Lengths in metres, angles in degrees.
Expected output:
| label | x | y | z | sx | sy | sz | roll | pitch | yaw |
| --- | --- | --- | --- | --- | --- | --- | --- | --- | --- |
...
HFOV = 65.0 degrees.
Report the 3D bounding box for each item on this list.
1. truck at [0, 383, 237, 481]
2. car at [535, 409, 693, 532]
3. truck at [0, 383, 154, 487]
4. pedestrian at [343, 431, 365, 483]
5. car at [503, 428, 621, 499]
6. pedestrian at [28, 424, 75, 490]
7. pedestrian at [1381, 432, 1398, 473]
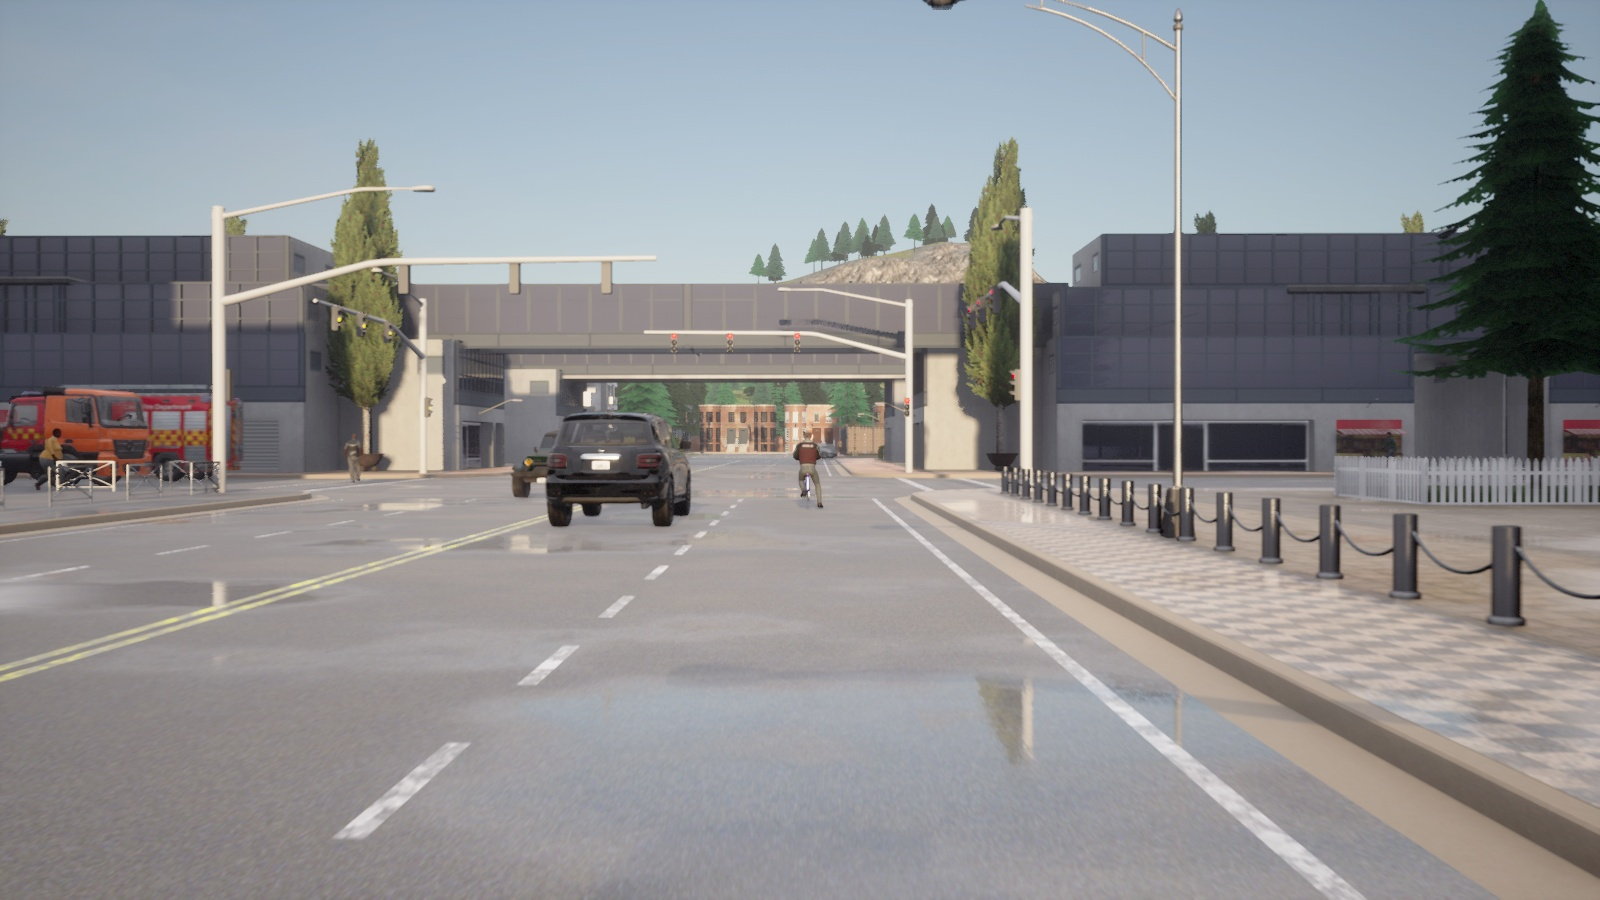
| label | x | y | z | sx | sy | sz | roll | pitch | yaw |
| --- | --- | --- | --- | --- | --- | --- | --- | --- | --- |
| truck | -27.538 | -0.725 | 50.517 | 8.468 | 3.827 | 2.891 | 0 | 0 | 1 |
| car | -3.350 | 0.329 | 23.791 | 2.150 | 2.045 | 5.566 | 0 | 0 | 0 |
| truck | -27.074 | -0.502 | 43.501 | 7.936 | 3.462 | 2.891 | 0 | 0 | 2 |
| pedestrian | -16.446 | 0.251 | 46.316 | 0.563 | 1.883 | 0.849 | 0 | 0 | -6 |
| car | -6.541 | 0.340 | 34.947 | 1.905 | 1.878 | 3.866 | 0 | 0 | 11 |
| pedestrian | -21.192 | 0.187 | 35.591 | 0.900 | 1.855 | 0.874 | 0 | 0 | -11 |
| pedestrian | 26.138 | 0.112 | 55.688 | 0.614 | 1.847 | 0.353 | 0 | 0 | -2 |
